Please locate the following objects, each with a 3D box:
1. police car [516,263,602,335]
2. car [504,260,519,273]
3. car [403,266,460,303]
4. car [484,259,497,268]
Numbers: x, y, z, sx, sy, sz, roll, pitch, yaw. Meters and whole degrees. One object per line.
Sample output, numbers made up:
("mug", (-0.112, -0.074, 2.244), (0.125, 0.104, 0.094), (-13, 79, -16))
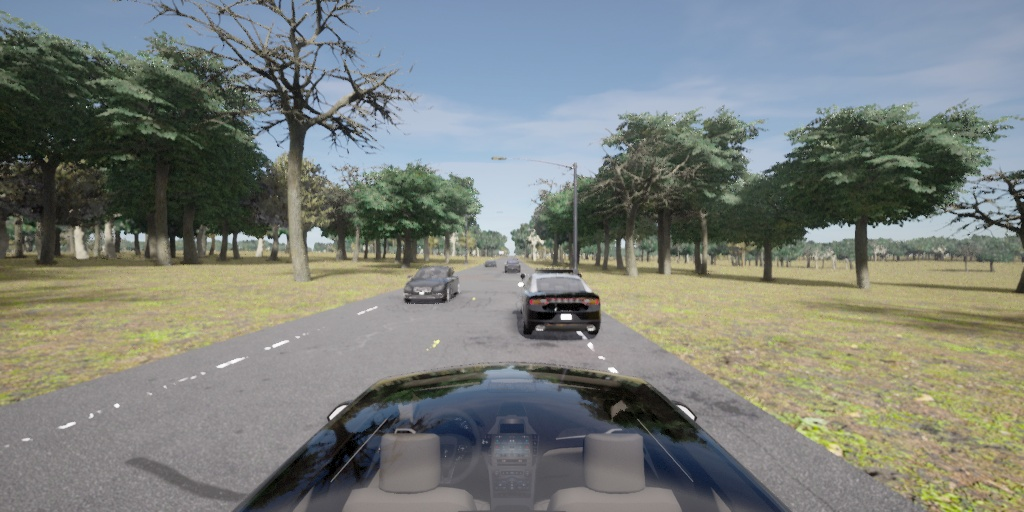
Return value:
("police car", (1.221, 1.168, 10.652), (1.930, 1.638, 5.238), (0, 0, 0))
("car", (0.067, 1.217, 42.826), (2.128, 1.511, 4.902), (0, 0, 0))
("car", (-3.606, 1.243, 16.755), (1.837, 1.490, 4.892), (0, 0, 0))
("car", (-3.600, 1.274, 60.302), (1.994, 1.385, 4.181), (0, 0, 0))
